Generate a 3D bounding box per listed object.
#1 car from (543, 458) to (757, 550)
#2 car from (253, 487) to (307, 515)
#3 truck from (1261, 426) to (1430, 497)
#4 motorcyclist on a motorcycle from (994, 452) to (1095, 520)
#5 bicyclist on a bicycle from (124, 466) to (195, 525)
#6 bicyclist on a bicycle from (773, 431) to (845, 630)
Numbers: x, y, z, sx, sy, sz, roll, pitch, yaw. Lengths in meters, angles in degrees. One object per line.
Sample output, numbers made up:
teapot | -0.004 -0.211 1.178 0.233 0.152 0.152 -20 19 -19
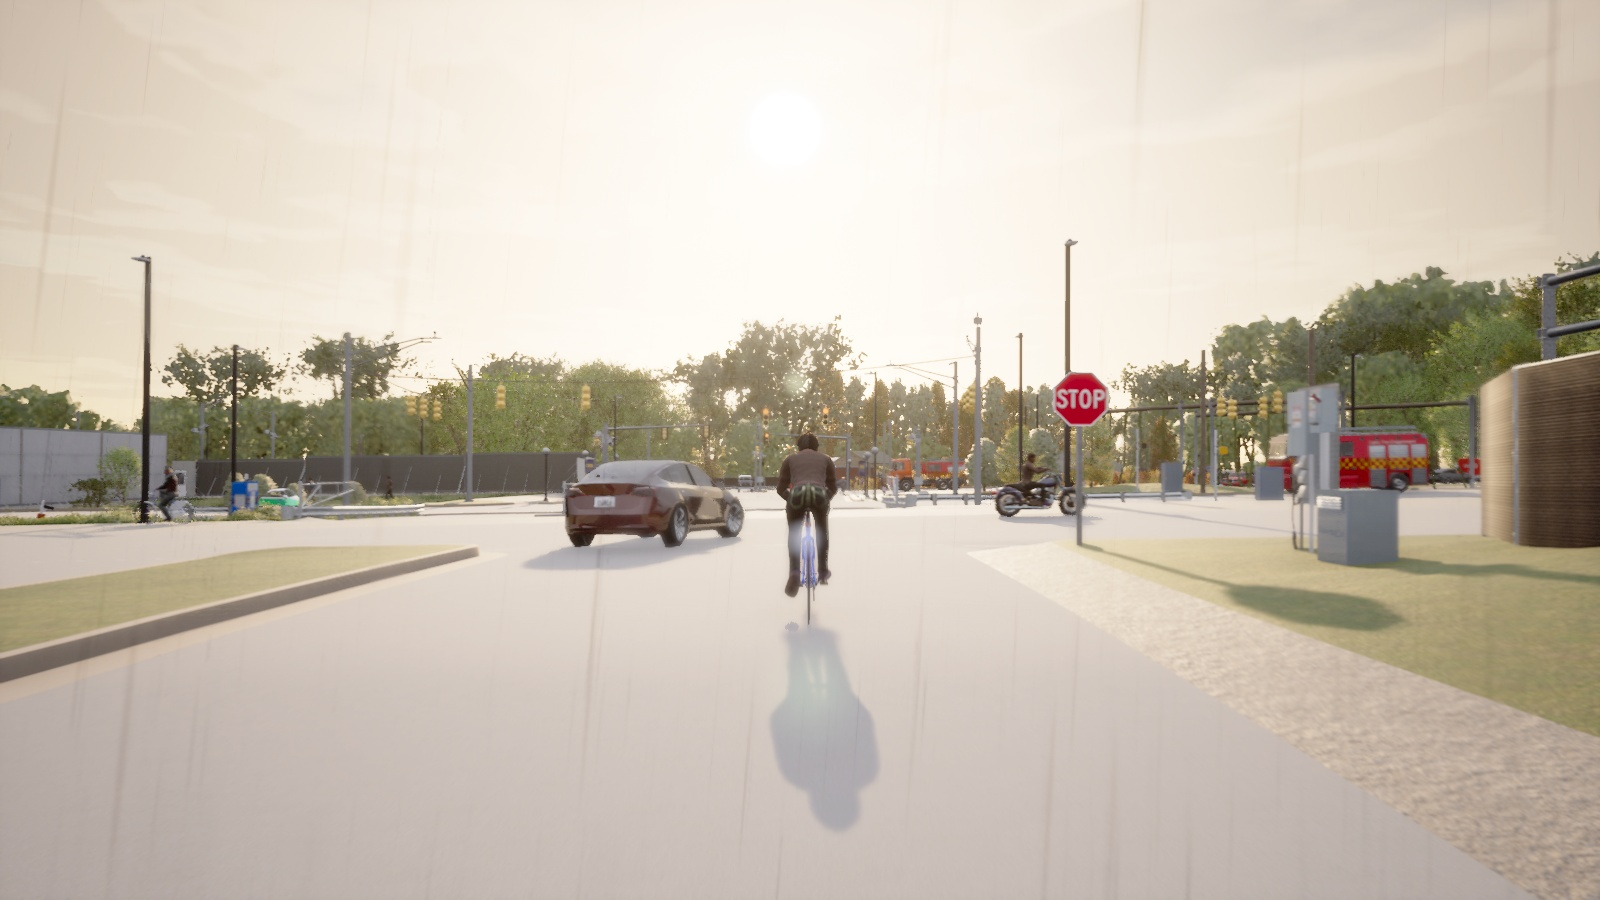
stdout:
car | -2.544 0.926 22.717 2.163 1.488 4.792 -1 -1 15
car | -27.486 2.688 66.405 2.207 1.376 1.481 -1 -1 1
truck | 31.583 0.687 72.963 8.468 3.827 2.891 -1 -1 0
motorcyclist on a motorcycle | 6.102 0.885 31.377 2.350 1.649 0.766 -1 0 -4
bicyclist on a bicycle | -19.763 1.409 38.757 1.843 1.776 0.659 -1 -1 1
bicyclist on a bicycle | 0.081 0.667 11.030 0.582 1.620 1.656 0 -1 0
